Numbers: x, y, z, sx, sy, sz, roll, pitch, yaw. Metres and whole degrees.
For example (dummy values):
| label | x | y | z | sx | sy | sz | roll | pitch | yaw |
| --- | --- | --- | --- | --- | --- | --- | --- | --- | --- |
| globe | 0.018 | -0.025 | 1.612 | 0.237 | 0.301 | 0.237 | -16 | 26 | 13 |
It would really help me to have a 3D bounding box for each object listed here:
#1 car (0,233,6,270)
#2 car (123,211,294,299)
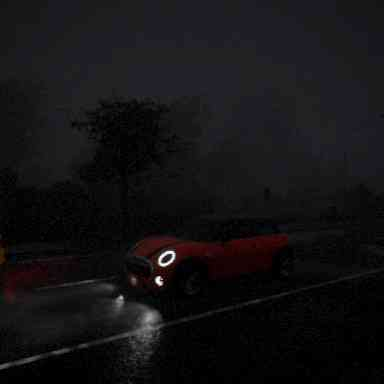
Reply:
| label | x | y | z | sx | sy | sz | roll | pitch | yaw |
| --- | --- | --- | --- | --- | --- | --- | --- | --- | --- |
| car | -7.081 | 1.462 | 7.542 | 5.008 | 1.535 | 1.882 | 0 | 0 | -35 |
| car | 0.555 | 1.401 | 8.674 | 4.553 | 1.767 | 2.097 | 1 | 0 | -35 |
